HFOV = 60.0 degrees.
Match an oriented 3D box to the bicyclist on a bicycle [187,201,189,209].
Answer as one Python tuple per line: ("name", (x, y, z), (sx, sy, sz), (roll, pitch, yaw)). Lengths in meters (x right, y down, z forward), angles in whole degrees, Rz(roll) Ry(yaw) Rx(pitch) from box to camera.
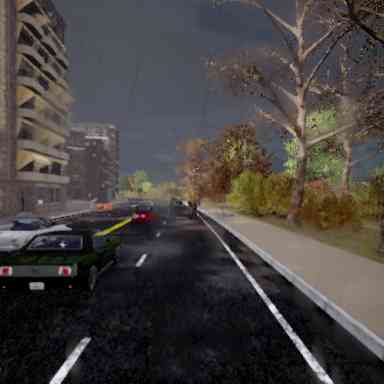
("bicyclist on a bicycle", (-0.256, 1.657, 39.545), (0.659, 1.776, 1.843), (0, 0, -3))

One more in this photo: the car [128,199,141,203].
("car", (-8.375, 1.861, 49.435), (2.128, 1.511, 4.902), (0, 0, -3))

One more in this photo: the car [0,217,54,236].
("car", (-6.746, 1.709, 13.306), (1.895, 1.301, 4.718), (0, 0, -1))

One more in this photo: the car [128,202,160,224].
("car", (-3.693, 1.764, 26.647), (1.994, 1.385, 4.181), (0, 0, -2))

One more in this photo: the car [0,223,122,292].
("car", (-3.225, 1.673, 9.090), (1.895, 1.301, 4.718), (0, 0, -1))

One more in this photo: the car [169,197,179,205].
("car", (-4.109, 2.015, 75.273), (1.882, 1.535, 5.008), (0, 0, -6))

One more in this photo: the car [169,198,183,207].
("car", (-2.563, 1.923, 59.789), (2.128, 1.511, 4.902), (0, 0, -4))

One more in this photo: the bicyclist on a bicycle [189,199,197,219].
("bicyclist on a bicycle", (0.239, 1.668, 29.608), (0.582, 1.620, 1.656), (0, -1, -3))

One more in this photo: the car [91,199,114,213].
("car", (-11.129, 1.672, 41.504), (2.097, 1.767, 4.553), (0, 0, -3))
